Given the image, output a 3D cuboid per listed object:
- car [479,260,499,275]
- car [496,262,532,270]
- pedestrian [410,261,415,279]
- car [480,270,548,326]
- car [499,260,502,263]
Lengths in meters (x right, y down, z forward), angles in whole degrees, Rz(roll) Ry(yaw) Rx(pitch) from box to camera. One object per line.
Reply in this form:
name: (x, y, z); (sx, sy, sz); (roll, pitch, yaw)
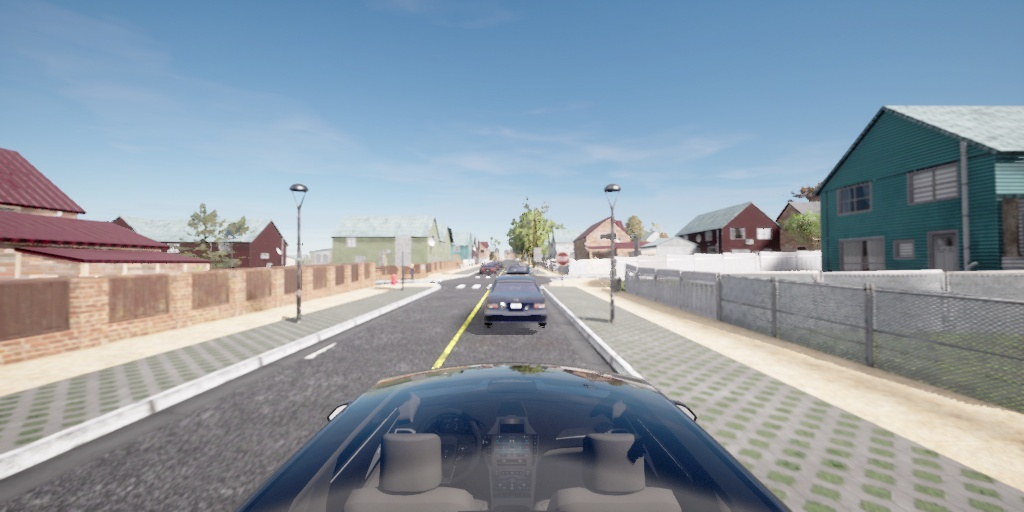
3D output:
car: (-2.839, 1.486, 42.743); (1.994, 1.385, 4.181); (0, 0, -2)
car: (0.541, 1.335, 23.089); (2.128, 1.511, 4.902); (0, 0, 6)
pedestrian: (-9.697, 1.350, 34.846); (0.375, 1.860, 0.375); (0, 0, 0)
car: (0.102, 1.343, 11.772); (2.033, 1.411, 5.357); (0, 0, 0)
car: (-2.850, 1.526, 53.155); (1.994, 1.385, 4.181); (0, 0, 0)
